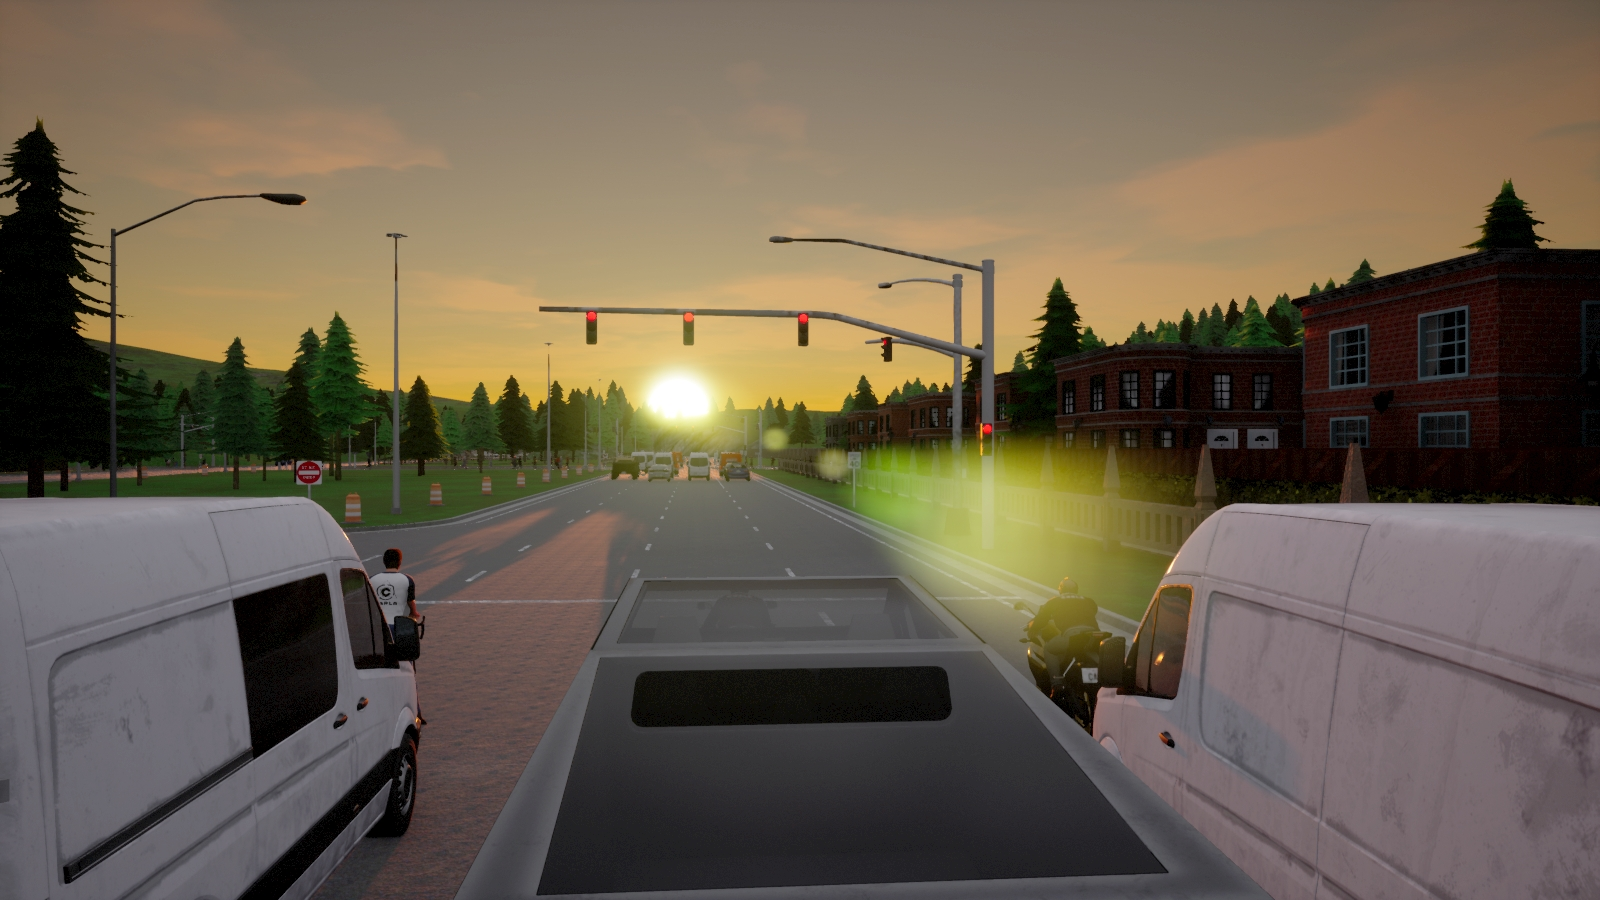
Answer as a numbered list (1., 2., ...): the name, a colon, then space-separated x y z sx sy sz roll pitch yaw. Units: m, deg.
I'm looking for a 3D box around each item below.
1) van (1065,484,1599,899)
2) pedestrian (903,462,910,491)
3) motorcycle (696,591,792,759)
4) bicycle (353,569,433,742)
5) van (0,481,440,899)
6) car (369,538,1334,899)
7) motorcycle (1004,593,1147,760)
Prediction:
1. van: 3.020 1.534 5.590 1.988 2.561 5.915 0 0 -1
2. pedestrian: 6.885 1.698 74.035 0.375 1.860 0.375 0 0 -5
3. motorcycle: -0.613 2.205 11.622 0.867 1.251 2.209 0 0 -6
4. bicycle: -4.173 2.056 11.794 0.373 1.496 1.643 0 0 -5
5. van: -3.677 1.534 6.378 1.988 2.561 5.915 0 0 -5
6. car: -0.117 1.754 5.929 2.390 2.098 6.274 0 0 -5
7. motorcycle: 2.714 2.205 11.543 0.867 1.251 2.209 0 0 -2
